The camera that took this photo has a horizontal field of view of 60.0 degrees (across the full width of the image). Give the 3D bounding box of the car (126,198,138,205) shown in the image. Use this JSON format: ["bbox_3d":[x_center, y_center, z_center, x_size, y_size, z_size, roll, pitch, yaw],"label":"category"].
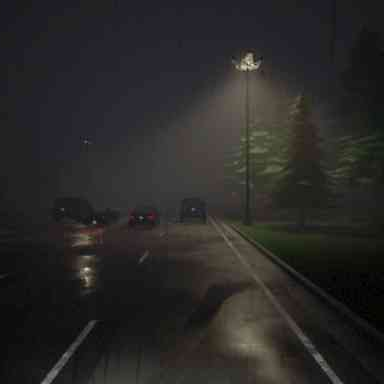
[{"bbox_3d":[-13.992,2.153,78.002,1.837,1.490,4.892,0,-1,0],"label":"car"}]

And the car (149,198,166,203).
[{"bbox_3d":[-6.993,2.188,67.966,2.033,1.411,5.357,0,-1,0],"label":"car"}]

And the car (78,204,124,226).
[{"bbox_3d":[-6.897,1.848,25.778,1.895,1.301,4.718,0,-1,0],"label":"car"}]

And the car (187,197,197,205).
[{"bbox_3d":[0.008,2.010,78.389,2.097,1.767,4.553,0,-1,0],"label":"car"}]

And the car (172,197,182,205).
[{"bbox_3d":[-3.492,2.010,78.389,2.097,1.767,4.553,0,-1,0],"label":"car"}]

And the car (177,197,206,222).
[{"bbox_3d":[0.104,1.503,29.528,2.150,2.045,5.566,0,-1,0],"label":"car"}]

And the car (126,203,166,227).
[{"bbox_3d":[-3.399,1.784,24.692,2.033,1.411,5.357,0,-1,0],"label":"car"}]

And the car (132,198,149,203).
[{"bbox_3d":[-10.493,2.169,68.417,1.812,1.442,4.674,0,-1,0],"label":"car"}]

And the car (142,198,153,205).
[{"bbox_3d":[-10.492,2.156,78.418,1.837,1.490,4.892,0,-1,0],"label":"car"}]

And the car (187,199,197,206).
[{"bbox_3d":[0.007,2.207,68.735,1.994,1.385,4.181,0,-1,0],"label":"car"}]

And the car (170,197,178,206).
[{"bbox_3d":[-3.493,2.189,67.966,2.033,1.411,5.357,0,-1,0],"label":"car"}]

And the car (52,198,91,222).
[{"bbox_3d":[-10.398,1.503,29.415,2.150,2.045,5.566,0,-1,0],"label":"car"}]

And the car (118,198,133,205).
[{"bbox_3d":[-13.993,2.169,68.417,1.812,1.442,4.674,0,-1,0],"label":"car"}]
